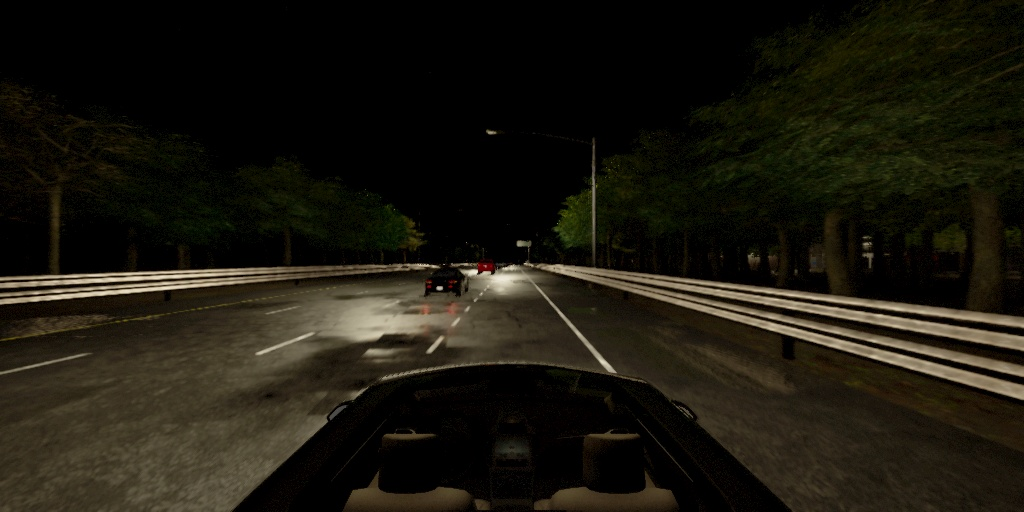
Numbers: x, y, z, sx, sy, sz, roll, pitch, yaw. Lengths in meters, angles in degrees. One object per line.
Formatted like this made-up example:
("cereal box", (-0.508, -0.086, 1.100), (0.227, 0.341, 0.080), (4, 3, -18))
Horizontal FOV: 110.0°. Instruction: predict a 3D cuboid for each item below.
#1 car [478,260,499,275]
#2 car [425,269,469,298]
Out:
("car", (-3.390, 1.514, 48.807), (2.150, 2.045, 5.566), (0, -1, 0))
("car", (-3.484, 1.410, 19.594), (1.812, 1.442, 4.674), (0, -1, 0))
